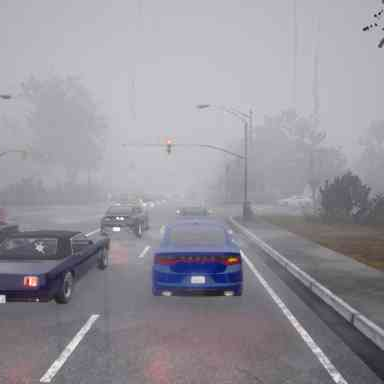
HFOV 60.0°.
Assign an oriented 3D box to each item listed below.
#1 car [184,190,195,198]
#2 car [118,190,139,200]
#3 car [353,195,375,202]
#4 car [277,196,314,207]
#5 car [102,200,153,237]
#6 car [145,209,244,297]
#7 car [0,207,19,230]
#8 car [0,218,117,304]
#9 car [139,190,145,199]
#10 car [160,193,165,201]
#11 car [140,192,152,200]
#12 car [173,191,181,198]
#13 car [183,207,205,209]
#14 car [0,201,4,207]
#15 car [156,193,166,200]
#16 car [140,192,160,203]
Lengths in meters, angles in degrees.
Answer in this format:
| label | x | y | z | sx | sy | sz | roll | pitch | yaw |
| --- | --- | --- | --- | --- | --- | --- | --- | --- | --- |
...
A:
| label | x | y | z | sx | sy | sz | roll | pitch | yaw |
| --- | --- | --- | --- | --- | --- | --- | --- | --- | --- |
| car | -0.340 | 0.419 | 85.464 | 2.150 | 2.045 | 5.566 | 0 | 1 | -4 |
| car | -10.536 | 0.929 | 53.902 | 2.097 | 1.767 | 4.553 | 0 | 1 | 1 |
| car | 22.478 | 1.174 | 43.329 | 4.892 | 1.490 | 1.837 | 0 | 1 | -3 |
| car | 13.290 | 1.200 | 42.822 | 4.674 | 1.442 | 1.812 | 0 | 1 | -3 |
| car | -3.373 | 1.402 | 17.296 | 1.837 | 1.490 | 4.892 | 0 | 0 | 0 |
| car | 0.114 | 1.446 | 8.591 | 1.882 | 1.535 | 5.008 | 0 | 0 | 0 |
| car | -7.084 | 1.437 | 9.827 | 1.882 | 1.535 | 5.008 | 0 | 0 | 0 |
| car | -3.387 | 1.573 | 8.044 | 1.895 | 1.301 | 4.718 | 0 | 0 | 0 |
| car | -10.451 | 0.683 | 65.429 | 2.150 | 2.045 | 5.566 | 0 | 1 | 0 |
| car | -6.965 | 0.956 | 64.320 | 1.882 | 1.535 | 5.008 | 0 | 1 | 0 |
| car | -10.514 | 0.869 | 75.650 | 2.128 | 1.511 | 4.902 | 0 | 1 | -1 |
| car | -3.836 | 0.737 | 85.329 | 2.033 | 1.411 | 5.357 | 0 | 1 | -4 |
| car | 0.126 | 1.458 | 17.572 | 1.994 | 1.385 | 4.181 | 0 | 0 | 0 |
| car | -10.577 | 1.141 | 14.722 | 2.150 | 2.045 | 5.566 | 0 | 1 | 0 |
| car | -6.984 | 0.956 | 74.345 | 1.895 | 1.301 | 4.718 | 0 | 1 | -1 |
| car | -7.006 | 1.127 | 55.511 | 1.994 | 1.385 | 4.181 | 0 | 1 | 0 |
